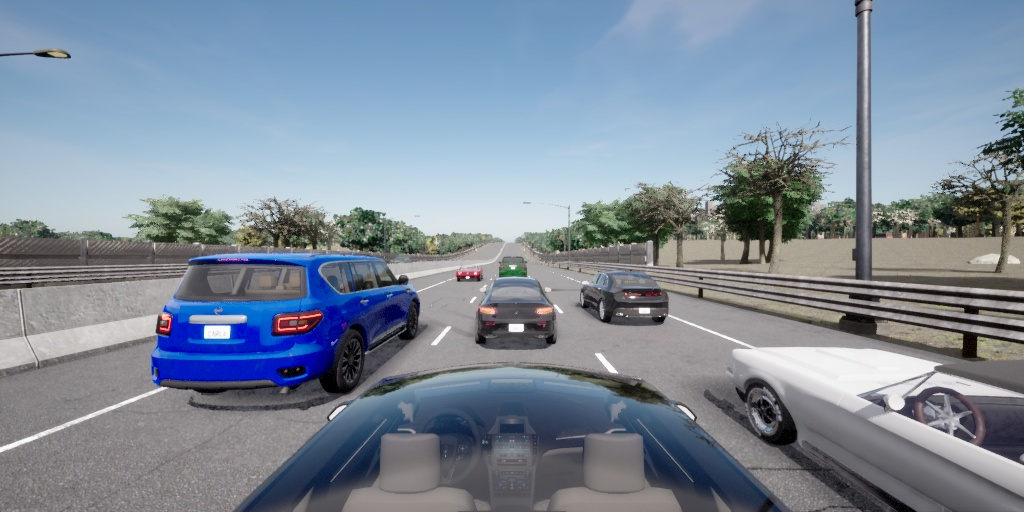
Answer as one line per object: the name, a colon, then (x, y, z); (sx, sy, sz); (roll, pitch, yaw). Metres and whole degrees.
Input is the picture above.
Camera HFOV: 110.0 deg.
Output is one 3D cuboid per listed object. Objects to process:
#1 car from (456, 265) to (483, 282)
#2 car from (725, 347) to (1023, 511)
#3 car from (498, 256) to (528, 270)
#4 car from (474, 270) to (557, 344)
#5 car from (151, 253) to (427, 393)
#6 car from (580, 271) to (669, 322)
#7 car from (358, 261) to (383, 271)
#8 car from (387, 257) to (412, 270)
car: (-3.423, 1.370, 29.680); (1.895, 1.301, 4.718); (0, 0, -1)
car: (3.597, 1.350, 2.337); (1.895, 1.301, 4.718); (0, 0, 0)
car: (0.075, 0.988, 28.792); (2.150, 2.045, 5.566); (0, 0, 0)
car: (0.092, 1.271, 9.485); (1.812, 1.442, 4.674); (0, 0, 0)
car: (-3.405, 0.969, 6.821); (2.150, 2.045, 5.566); (0, 0, 0)
car: (3.594, 1.249, 12.199); (1.837, 1.490, 4.892); (0, 0, 0)
car: (-21.110, 1.432, 53.752); (1.812, 1.442, 4.674); (0, -1, 0)
car: (-17.593, 1.151, 56.602); (2.150, 2.045, 5.566); (0, -1, 1)
